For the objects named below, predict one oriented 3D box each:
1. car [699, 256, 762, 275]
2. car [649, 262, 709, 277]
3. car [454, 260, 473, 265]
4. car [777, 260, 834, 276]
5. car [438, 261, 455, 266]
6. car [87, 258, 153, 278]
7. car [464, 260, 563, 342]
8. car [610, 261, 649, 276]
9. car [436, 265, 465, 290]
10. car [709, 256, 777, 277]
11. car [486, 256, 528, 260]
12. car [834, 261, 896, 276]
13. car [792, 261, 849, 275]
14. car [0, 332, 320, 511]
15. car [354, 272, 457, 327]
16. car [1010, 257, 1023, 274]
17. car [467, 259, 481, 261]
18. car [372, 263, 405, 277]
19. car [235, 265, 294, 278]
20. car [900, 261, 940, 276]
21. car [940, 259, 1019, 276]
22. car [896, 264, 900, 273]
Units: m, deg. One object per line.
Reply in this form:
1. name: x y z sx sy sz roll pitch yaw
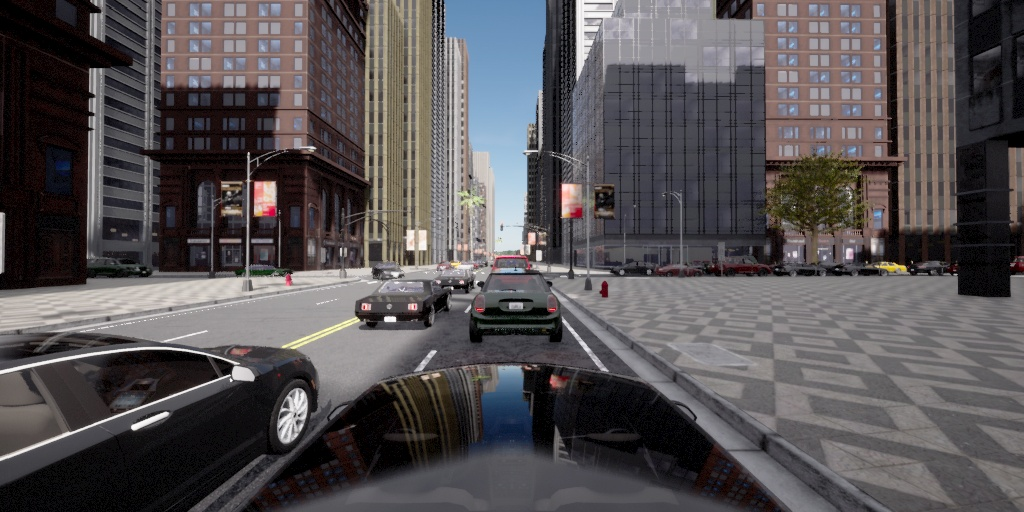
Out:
1. car: 23.578 1.009 38.849 5.566 2.045 2.150 0 -1 -2
2. car: 15.254 1.327 32.915 4.207 1.307 1.802 0 0 -1
3. car: -6.697 1.569 51.860 1.895 1.301 4.718 0 0 0
4. car: 26.529 1.276 33.112 4.313 1.339 1.948 0 0 -1
5. car: -9.942 1.503 53.115 1.812 1.442 4.674 0 0 -3
6. car: -38.350 1.215 34.870 5.566 2.045 2.150 0 -1 4
7. car: 0.081 1.108 9.897 2.097 1.767 4.553 0 0 0
8. car: 13.031 1.326 38.652 4.892 1.490 1.837 0 -1 -1
9. car: -3.189 1.387 20.713 1.895 1.301 4.718 0 0 0
10. car: 20.892 1.041 33.014 5.009 1.841 2.192 0 0 -1
11. car: -0.036 1.003 19.417 2.150 2.045 5.566 0 0 0
12. car: 32.166 1.260 33.211 4.313 1.339 1.948 0 0 -1
13. car: 33.480 1.285 39.004 4.674 1.442 1.812 0 -1 -1
14. car: -3.151 1.255 2.224 1.837 1.490 4.892 0 0 0
15. car: -3.167 1.361 11.544 1.895 1.301 4.718 0 0 0
16. car: 49.080 0.973 33.508 5.009 1.841 2.192 0 0 -1
17. car: -6.695 1.633 61.024 1.895 1.301 4.718 0 0 0
18. car: -10.543 1.322 30.498 2.128 1.511 4.902 1 -1 -33
19. car: -23.954 1.532 34.870 4.718 1.301 1.895 0 -1 0
20. car: 42.522 1.228 36.025 4.674 1.442 1.812 0 -1 -1
21. car: 43.442 1.214 33.409 4.507 1.381 1.888 0 0 -1
22. car: 43.129 1.296 41.929 4.829 1.417 1.751 0 0 -1
